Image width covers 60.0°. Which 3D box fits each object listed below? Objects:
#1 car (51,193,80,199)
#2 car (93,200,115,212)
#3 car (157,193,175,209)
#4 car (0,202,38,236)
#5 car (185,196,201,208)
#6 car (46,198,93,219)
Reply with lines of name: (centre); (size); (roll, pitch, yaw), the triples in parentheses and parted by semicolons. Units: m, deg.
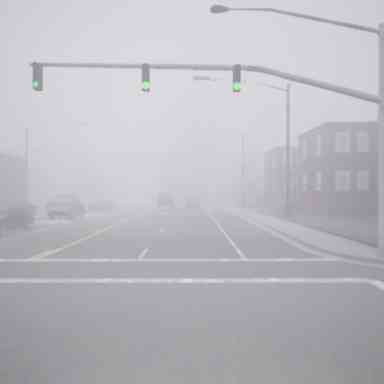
car: (-14.046, 1.185, 36.757); (2.150, 2.045, 5.566); (0, 0, 1)
car: (-10.536, 1.561, 38.937); (1.895, 1.301, 4.718); (0, 0, 1)
car: (-3.501, 1.179, 45.163); (2.150, 2.045, 5.566); (0, 1, 0)
car: (-10.632, 1.529, 18.552); (2.033, 1.411, 5.357); (0, 0, -3)
car: (0.165, 1.304, 46.137); (2.097, 1.767, 4.553); (0, 0, 3)
car: (-10.588, 1.519, 28.690); (2.033, 1.411, 5.357); (0, 0, 0)
